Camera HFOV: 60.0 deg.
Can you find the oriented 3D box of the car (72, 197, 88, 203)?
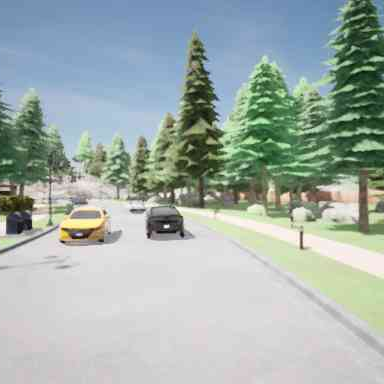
[{"bbox_3d":[-18.515,1.575,55.010,1.994,1.385,4.181,0,0,-29],"label":"car"}]

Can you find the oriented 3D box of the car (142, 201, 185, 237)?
[{"bbox_3d":[-1.588,1.466,18.070,1.882,1.535,5.008,0,0,-9],"label":"car"}]

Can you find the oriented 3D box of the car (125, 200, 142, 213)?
[{"bbox_3d":[-6.293,1.588,36.817,1.895,1.301,4.718,0,0,-19],"label":"car"}]

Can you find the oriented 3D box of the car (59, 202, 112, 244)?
[{"bbox_3d":[-5.007,1.480,16.126,1.882,1.535,5.008,0,0,-9],"label":"car"}]
